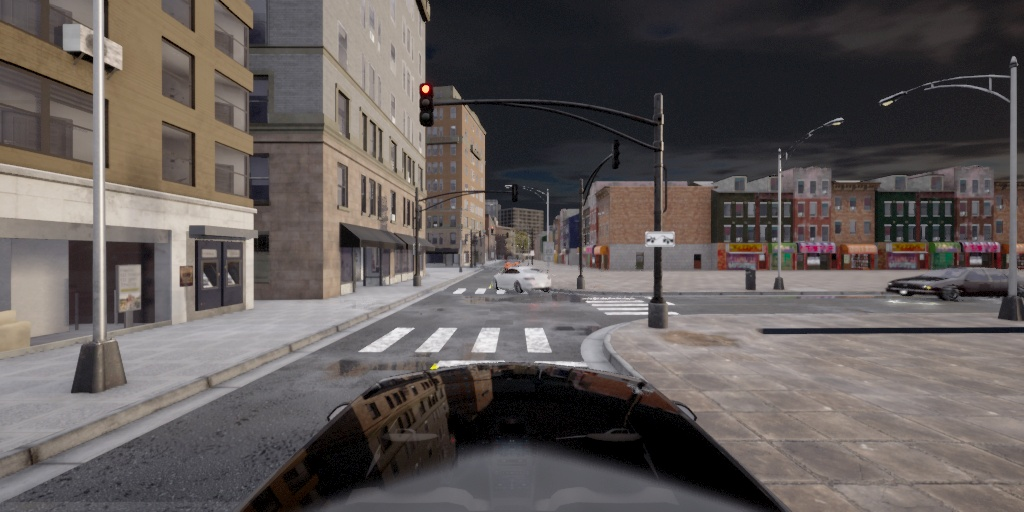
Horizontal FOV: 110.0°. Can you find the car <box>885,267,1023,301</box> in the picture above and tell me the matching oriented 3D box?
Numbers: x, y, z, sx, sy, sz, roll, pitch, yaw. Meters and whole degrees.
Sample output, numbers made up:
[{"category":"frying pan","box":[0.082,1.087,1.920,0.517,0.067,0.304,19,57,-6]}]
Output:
[{"category":"car","box":[20.141,1.214,16.009,5.357,1.411,2.033,0,0,0]}]

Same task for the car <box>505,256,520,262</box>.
[{"category":"car","box":[0.084,1.112,48.206,2.097,1.767,4.553,0,0,0]}]

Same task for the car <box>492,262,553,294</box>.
[{"category":"car","box":[0.509,1.275,20.257,1.812,1.442,4.674,-2,1,-27]}]
